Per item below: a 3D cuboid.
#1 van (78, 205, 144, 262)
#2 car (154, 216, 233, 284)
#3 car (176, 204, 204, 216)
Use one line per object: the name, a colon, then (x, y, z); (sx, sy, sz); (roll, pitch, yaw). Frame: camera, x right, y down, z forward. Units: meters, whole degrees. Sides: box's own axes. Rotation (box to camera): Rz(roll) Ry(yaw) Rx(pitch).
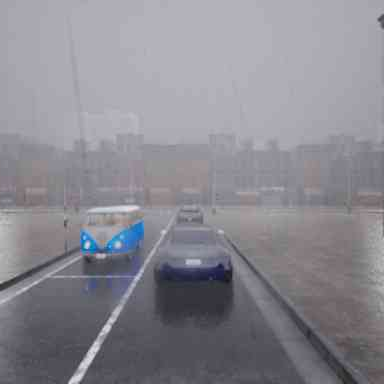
van: (-2.763, 1.407, 12.087); (1.690, 1.788, 3.998); (-1, 0, -1)
car: (0.012, 1.617, 9.754); (1.994, 1.385, 4.181); (0, 0, -1)
car: (-0.151, 1.630, 24.561); (2.128, 1.511, 4.902); (0, 0, -1)
